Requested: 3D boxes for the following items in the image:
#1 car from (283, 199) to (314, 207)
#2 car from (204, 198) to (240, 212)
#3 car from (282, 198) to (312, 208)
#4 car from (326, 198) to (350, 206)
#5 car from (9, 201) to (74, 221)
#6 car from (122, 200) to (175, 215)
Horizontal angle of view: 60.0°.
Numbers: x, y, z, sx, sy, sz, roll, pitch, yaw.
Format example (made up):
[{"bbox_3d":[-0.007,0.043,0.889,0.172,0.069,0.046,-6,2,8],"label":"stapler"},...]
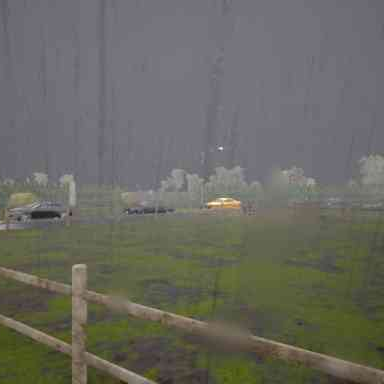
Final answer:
[{"bbox_3d":[14.478,1.649,45.084,4.718,1.301,1.895,0,0,-37],"label":"car"},{"bbox_3d":[3.636,1.496,39.987,5.008,1.535,1.882,0,1,-40],"label":"car"},{"bbox_3d":[15.778,1.642,49.669,4.718,1.301,1.895,0,0,-37],"label":"car"},{"bbox_3d":[22.394,1.586,51.108,4.674,1.442,1.812,0,0,-36],"label":"car"},{"bbox_3d":[-11.672,1.487,25.904,2.128,1.511,4.902,1,0,44],"label":"car"},{"bbox_3d":[-4.188,1.555,33.120,5.357,1.411,2.033,0,0,-43],"label":"car"}]
